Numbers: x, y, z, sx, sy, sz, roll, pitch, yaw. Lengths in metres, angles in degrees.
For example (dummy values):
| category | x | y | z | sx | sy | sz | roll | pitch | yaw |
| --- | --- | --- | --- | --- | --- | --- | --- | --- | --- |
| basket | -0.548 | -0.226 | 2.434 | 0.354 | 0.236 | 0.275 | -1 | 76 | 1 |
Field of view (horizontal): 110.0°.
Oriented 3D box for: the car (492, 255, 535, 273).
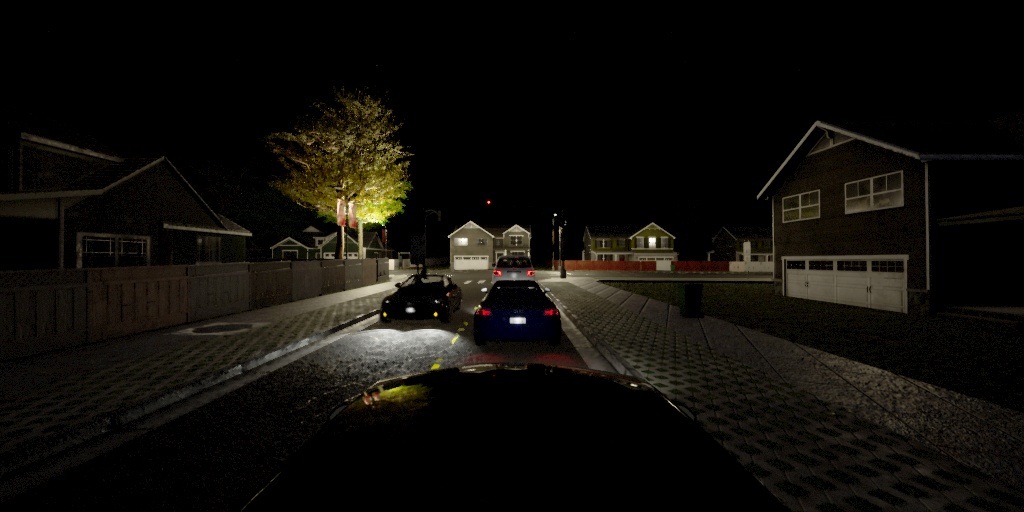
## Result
| category | x | y | z | sx | sy | sz | roll | pitch | yaw |
| --- | --- | --- | --- | --- | --- | --- | --- | --- | --- |
| car | 0.099 | 0.975 | 19.442 | 2.150 | 2.045 | 5.566 | 0 | 0 | 0 |

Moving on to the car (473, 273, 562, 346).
| category | x | y | z | sx | sy | sz | roll | pitch | yaw |
| --- | --- | --- | --- | --- | --- | --- | --- | --- | --- |
| car | 0.105 | 1.315 | 9.480 | 1.994 | 1.385 | 4.181 | 0 | 0 | 0 |

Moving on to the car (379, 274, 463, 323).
| category | x | y | z | sx | sy | sz | roll | pitch | yaw |
| --- | --- | --- | --- | --- | --- | --- | --- | --- | --- |
| car | -2.833 | 1.316 | 11.970 | 1.994 | 1.385 | 4.181 | 0 | 0 | 0 |
